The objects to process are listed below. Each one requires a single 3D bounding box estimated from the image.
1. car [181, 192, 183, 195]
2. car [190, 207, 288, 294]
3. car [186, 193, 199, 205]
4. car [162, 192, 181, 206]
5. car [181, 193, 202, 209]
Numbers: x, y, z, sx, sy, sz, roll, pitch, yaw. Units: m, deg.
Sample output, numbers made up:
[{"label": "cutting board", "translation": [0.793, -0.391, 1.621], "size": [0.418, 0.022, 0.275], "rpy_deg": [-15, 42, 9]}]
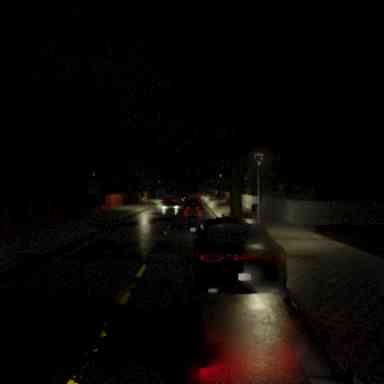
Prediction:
[{"label": "car", "translation": [-2.673, 0.611, 73.763], "size": [1.994, 1.385, 4.181], "rpy_deg": [0, 1, 0]}, {"label": "car", "translation": [0.971, 1.374, 8.569], "size": [1.882, 1.535, 5.008], "rpy_deg": [0, 1, 0]}, {"label": "car", "translation": [0.050, 0.940, 47.187], "size": [1.812, 1.442, 4.674], "rpy_deg": [0, 1, 0]}, {"label": "car", "translation": [-2.800, 0.938, 43.698], "size": [1.882, 1.535, 5.008], "rpy_deg": [0, 1, 0]}, {"label": "car", "translation": [0.116, 1.024, 37.026], "size": [1.882, 1.535, 5.008], "rpy_deg": [0, 1, 1]}]
